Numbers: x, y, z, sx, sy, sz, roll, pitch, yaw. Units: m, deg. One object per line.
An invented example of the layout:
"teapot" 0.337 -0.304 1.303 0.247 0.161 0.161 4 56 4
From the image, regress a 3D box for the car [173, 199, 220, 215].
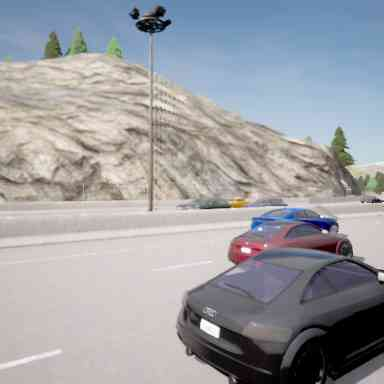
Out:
"car" 0.499 1.522 34.441 4.674 1.442 1.812 0 0 -36

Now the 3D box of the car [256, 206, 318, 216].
"car" 5.001 1.476 15.916 5.008 1.535 1.882 0 0 -35

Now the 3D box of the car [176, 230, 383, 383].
"car" 1.842 1.563 5.062 4.181 1.385 1.994 0 0 -36

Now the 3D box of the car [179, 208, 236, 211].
"car" 1.478 1.349 30.842 4.553 1.767 2.097 0 0 -36

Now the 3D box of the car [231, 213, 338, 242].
"car" 3.109 1.563 10.264 4.181 1.385 1.994 0 0 -36

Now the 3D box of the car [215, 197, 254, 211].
"car" 5.428 1.473 42.274 5.008 1.535 1.882 0 0 -36
